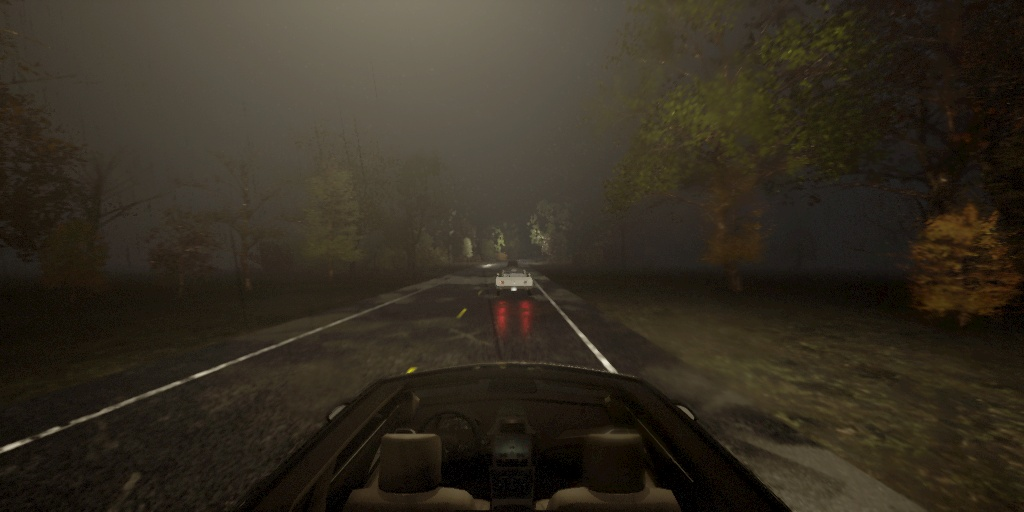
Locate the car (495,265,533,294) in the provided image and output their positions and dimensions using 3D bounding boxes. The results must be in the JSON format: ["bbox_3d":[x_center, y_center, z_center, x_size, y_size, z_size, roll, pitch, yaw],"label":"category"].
[{"bbox_3d":[0.102,1.353,20.018,1.895,1.301,4.718,0,0,0],"label":"car"}]
